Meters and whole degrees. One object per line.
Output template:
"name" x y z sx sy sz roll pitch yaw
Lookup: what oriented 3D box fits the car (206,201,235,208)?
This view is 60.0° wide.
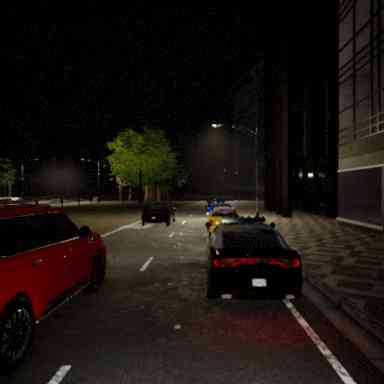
"car" 1.764 1.490 18.540 1.801 1.575 5.366 0 0 3

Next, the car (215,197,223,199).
"car" 2.869 1.651 44.637 2.033 1.411 5.357 0 0 7

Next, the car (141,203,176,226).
"car" -2.321 1.530 24.049 1.882 1.535 5.008 0 0 4

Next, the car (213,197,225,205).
"car" 5.125 1.660 62.780 1.837 1.490 4.892 0 0 8

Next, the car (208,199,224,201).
"car" 2.118 1.526 24.264 1.882 1.535 5.008 0 0 4

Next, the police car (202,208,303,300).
"police car" 1.307 1.439 8.596 1.930 1.638 5.238 0 0 2

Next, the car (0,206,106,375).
"car" -3.212 1.236 5.770 2.150 2.045 5.566 0 0 2
